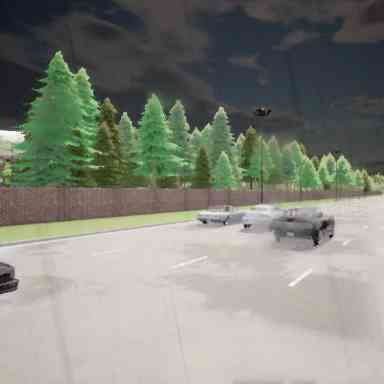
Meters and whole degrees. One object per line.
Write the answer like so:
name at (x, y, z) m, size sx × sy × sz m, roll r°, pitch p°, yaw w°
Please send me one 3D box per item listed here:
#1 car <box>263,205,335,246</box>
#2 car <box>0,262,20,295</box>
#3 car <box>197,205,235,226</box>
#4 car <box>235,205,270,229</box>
car at (5.319, 1.488, 15.425) m, size 2.128 × 1.511 × 4.902 m, roll 0°, pitch 0°, yaw 34°
car at (-5.693, 1.546, 5.133) m, size 2.033 × 1.411 × 5.357 m, roll 0°, pitch 0°, yaw 34°
car at (2.326, 1.596, 23.582) m, size 1.895 × 1.301 × 4.718 m, roll 0°, pitch 0°, yaw 34°
car at (4.710, 1.521, 20.844) m, size 1.812 × 1.442 × 4.674 m, roll 0°, pitch 0°, yaw 34°
